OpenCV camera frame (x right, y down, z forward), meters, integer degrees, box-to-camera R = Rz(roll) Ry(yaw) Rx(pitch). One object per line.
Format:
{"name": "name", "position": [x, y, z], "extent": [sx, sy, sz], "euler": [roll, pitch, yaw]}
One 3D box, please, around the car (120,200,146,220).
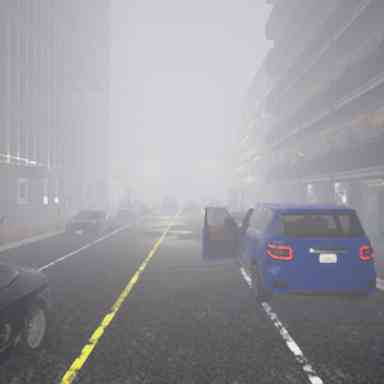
{"name": "car", "position": [-5.754, 1.733, 30.335], "extent": [2.008, 1.369, 4.403], "euler": [0, 0, 0]}

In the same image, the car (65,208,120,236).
{"name": "car", "position": [-5.730, 1.679, 19.038], "extent": [1.947, 1.339, 4.313], "euler": [0, 0, 0]}

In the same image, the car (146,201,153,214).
{"name": "car", "position": [-5.767, 1.658, 35.985], "extent": [1.967, 1.590, 4.097], "euler": [0, 0, 0]}

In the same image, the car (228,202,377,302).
{"name": "car", "position": [2.377, 1.270, 8.502], "extent": [2.150, 2.045, 5.566], "euler": [0, 0, 0]}

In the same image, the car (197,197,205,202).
{"name": "car", "position": [2.492, 2.159, 92.486], "extent": [1.947, 1.339, 4.313], "euler": [0, 0, 0]}

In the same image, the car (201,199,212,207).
{"name": "car", "position": [2.565, 1.943, 58.596], "extent": [1.802, 1.307, 4.206], "euler": [0, 0, 0]}

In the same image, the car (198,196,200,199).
{"name": "car", "position": [-0.108, 1.788, 50.555], "extent": [1.882, 1.535, 5.008], "euler": [0, 0, 0]}

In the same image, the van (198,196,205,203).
{"name": "van", "position": [2.503, 1.895, 86.839], "extent": [1.690, 1.788, 3.998], "euler": [0, 0, 0]}

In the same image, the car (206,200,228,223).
{"name": "car", "position": [2.626, 1.732, 30.354], "extent": [2.008, 1.369, 4.403], "euler": [0, 0, 0]}

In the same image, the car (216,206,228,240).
{"name": "car", "position": [2.651, 1.678, 19.057], "extent": [1.947, 1.339, 4.313], "euler": [0, 0, 0]}

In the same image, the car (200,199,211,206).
{"name": "car", "position": [2.553, 1.980, 64.244], "extent": [1.802, 1.307, 4.206], "euler": [0, 0, 0]}

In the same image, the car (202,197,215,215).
{"name": "car", "position": [2.601, 1.693, 41.651], "extent": [1.967, 1.590, 4.097], "euler": [0, 0, 0]}

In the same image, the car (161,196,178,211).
{"name": "car", "position": [-3.101, 1.598, 46.885], "extent": [2.150, 2.045, 5.566], "euler": [0, 0, 0]}

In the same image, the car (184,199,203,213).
{"name": "car", "position": [0.003, 1.846, 40.373], "extent": [1.895, 1.301, 4.718], "euler": [0, 0, 0]}

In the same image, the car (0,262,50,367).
{"name": "car", "position": [-3.105, 1.547, 3.458], "extent": [1.812, 1.442, 4.674], "euler": [0, 0, 0]}

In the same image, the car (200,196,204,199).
{"name": "car", "position": [2.578, 1.640, 52.949], "extent": [2.192, 1.841, 5.009], "euler": [0, 0, 0]}
